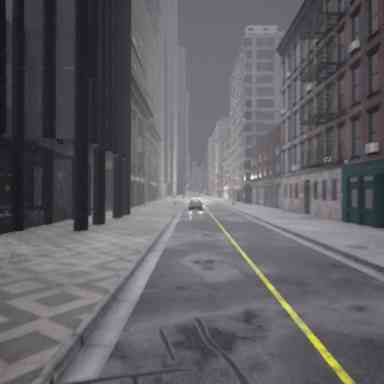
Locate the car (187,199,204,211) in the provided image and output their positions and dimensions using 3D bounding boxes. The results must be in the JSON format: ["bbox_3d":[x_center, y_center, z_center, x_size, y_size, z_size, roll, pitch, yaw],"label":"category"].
[{"bbox_3d":[0.450,1.565,40.827,2.033,1.411,5.357,0,0,0],"label":"car"}]
